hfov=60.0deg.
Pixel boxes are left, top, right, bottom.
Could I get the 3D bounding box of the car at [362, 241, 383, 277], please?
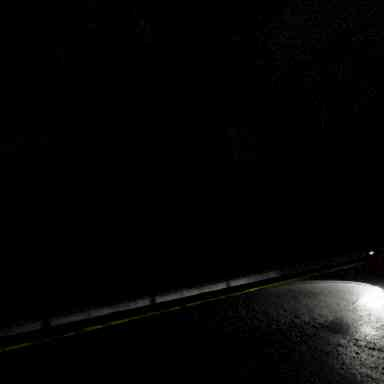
[{"bbox_3d":[6.426,1.568,8.908,4.181,1.385,1.994,0,0,-36],"label":"car"}]
